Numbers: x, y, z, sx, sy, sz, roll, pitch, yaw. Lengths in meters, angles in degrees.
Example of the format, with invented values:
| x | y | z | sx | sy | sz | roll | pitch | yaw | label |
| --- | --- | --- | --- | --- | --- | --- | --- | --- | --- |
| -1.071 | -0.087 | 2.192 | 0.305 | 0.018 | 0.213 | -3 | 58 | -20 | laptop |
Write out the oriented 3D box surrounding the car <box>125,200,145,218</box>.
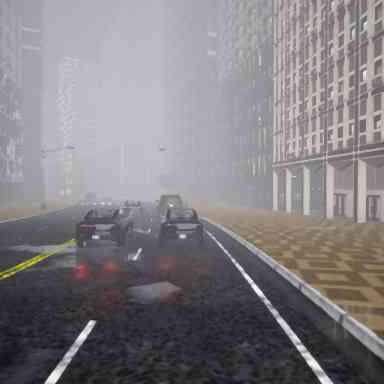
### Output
| x | y | z | sx | sy | sz | roll | pitch | yaw | label |
| --- | --- | --- | --- | --- | --- | --- | --- | --- | --- |
| -5.278 | 1.491 | 29.938 | 2.128 | 1.511 | 4.902 | 0 | 0 | -8 | car |

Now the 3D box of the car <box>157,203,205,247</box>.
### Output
| x | y | z | sx | sy | sz | roll | pitch | yaw | label |
| --- | --- | --- | --- | --- | --- | --- | --- | --- | --- |
| -0.520 | 1.487 | 15.124 | 2.128 | 1.511 | 4.902 | 0 | 0 | -4 | car |

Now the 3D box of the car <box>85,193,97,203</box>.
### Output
| x | y | z | sx | sy | sz | roll | pitch | yaw | label |
| --- | --- | --- | --- | --- | --- | --- | --- | --- | --- |
| -21.866 | 1.209 | 71.720 | 2.150 | 2.045 | 5.566 | 0 | 0 | -18 | car |

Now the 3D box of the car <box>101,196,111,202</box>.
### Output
| x | y | z | sx | sy | sz | roll | pitch | yaw | label |
| --- | --- | --- | --- | --- | --- | --- | --- | --- | --- |
| -18.811 | 1.556 | 72.834 | 1.895 | 1.301 | 4.718 | 0 | 0 | -18 | car |

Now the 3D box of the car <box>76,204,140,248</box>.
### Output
| x | y | z | sx | sy | sz | roll | pitch | yaw | label |
| --- | --- | --- | --- | --- | --- | --- | --- | --- | --- |
| -3.762 | 1.491 | 14.906 | 2.128 | 1.511 | 4.902 | 0 | 0 | -4 | car |

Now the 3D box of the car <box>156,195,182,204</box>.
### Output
| x | y | z | sx | sy | sz | roll | pitch | yaw | label |
| --- | --- | --- | --- | --- | --- | --- | --- | --- | --- |
| -2.061 | 1.245 | 30.400 | 2.150 | 2.045 | 5.566 | 0 | 0 | -8 | car |
